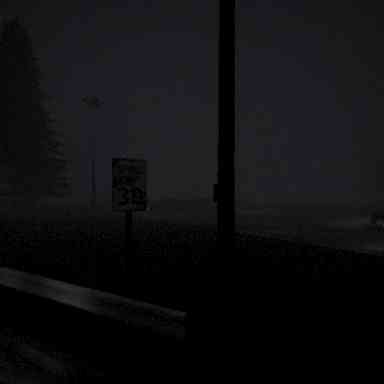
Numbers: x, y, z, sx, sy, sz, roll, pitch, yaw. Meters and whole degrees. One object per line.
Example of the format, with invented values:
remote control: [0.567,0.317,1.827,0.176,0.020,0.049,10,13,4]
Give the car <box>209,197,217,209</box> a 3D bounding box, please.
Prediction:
car: [2.318,1.353,42.418,1.882,1.535,5.008,0,0,-32]

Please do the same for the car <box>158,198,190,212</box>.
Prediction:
car: [-2.718,1.363,37.264,2.128,1.511,4.902,0,0,-32]

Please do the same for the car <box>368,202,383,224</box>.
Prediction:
car: [14.731,1.513,22.487,1.812,1.442,4.674,0,0,-32]

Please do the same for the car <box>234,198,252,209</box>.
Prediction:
car: [5.879,1.450,43.323,1.994,1.385,4.181,0,0,-32]

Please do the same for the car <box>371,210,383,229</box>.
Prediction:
car: [12.849,1.469,18.890,1.882,1.535,5.008,0,0,-32]

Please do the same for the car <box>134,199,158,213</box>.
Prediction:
car: [-5.750,1.370,35.512,1.837,1.490,4.892,0,0,-32]

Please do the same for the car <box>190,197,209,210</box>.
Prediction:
car: [-0.216,1.437,39.867,1.994,1.385,4.181,0,0,-32]
